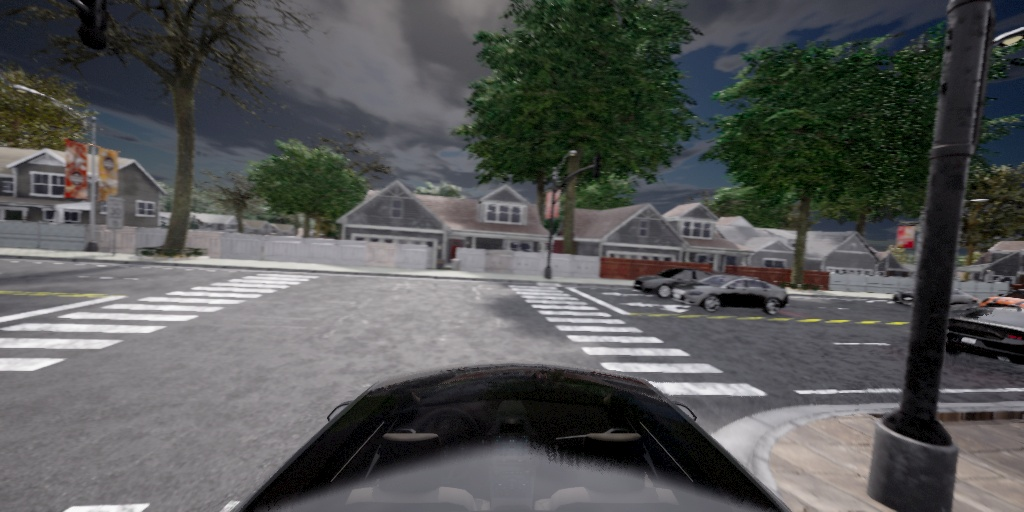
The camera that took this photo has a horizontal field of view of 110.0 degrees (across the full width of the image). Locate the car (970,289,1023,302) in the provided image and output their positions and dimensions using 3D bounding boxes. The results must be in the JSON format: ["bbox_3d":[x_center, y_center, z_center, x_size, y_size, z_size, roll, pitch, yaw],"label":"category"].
[{"bbox_3d":[27.487,2.555,18.846,4.553,1.767,2.097,3,3,-10],"label":"car"}]

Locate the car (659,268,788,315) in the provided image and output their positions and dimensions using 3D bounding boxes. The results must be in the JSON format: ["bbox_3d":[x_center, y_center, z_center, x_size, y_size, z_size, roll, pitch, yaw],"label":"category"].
[{"bbox_3d":[9.418,1.580,15.604,4.902,1.511,2.128,4,3,-10],"label":"car"}]

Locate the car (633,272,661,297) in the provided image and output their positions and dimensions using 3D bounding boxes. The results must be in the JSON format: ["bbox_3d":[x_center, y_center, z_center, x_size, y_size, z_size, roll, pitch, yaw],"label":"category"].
[{"bbox_3d":[8.828,1.395,18.810,4.892,1.490,1.837,3,3,-11],"label":"car"}]

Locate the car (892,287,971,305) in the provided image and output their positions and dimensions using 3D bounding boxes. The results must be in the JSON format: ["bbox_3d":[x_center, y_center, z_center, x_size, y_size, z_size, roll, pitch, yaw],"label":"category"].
[{"bbox_3d":[25.738,2.498,21.846,4.181,1.385,1.994,3,3,-10],"label":"car"}]

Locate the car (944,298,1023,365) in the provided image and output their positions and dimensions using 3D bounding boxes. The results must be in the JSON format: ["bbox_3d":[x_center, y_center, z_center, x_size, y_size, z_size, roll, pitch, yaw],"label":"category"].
[{"bbox_3d":[14.383,2.218,9.813,5.008,1.535,1.882,4,3,-10],"label":"car"}]
